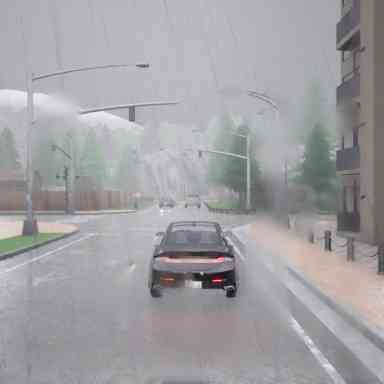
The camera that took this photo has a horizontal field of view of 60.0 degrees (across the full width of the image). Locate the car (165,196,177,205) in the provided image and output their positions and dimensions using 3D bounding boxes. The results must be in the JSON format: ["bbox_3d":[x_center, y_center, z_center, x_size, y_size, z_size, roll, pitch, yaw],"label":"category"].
[{"bbox_3d":[-3.601,1.526,57.948,1.812,1.442,4.674,0,0,0],"label":"car"}]

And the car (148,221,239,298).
[{"bbox_3d":[0.052,1.492,8.534,2.128,1.511,4.902,0,0,0],"label":"car"}]

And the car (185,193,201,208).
[{"bbox_3d":[0.101,1.221,48.952,2.150,2.045,5.566,0,0,0],"label":"car"}]

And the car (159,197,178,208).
[{"bbox_3d":[-3.609,1.491,47.846,2.128,1.511,4.902,0,0,0],"label":"car"}]
